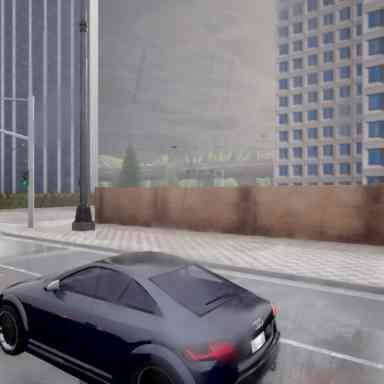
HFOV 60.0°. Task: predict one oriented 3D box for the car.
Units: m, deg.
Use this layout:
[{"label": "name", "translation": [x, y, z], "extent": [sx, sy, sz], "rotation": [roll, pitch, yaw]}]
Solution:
[{"label": "car", "translation": [-0.946, 1.564, 4.677], "extent": [4.181, 1.385, 1.994], "rotation": [0, 0, 35]}]
